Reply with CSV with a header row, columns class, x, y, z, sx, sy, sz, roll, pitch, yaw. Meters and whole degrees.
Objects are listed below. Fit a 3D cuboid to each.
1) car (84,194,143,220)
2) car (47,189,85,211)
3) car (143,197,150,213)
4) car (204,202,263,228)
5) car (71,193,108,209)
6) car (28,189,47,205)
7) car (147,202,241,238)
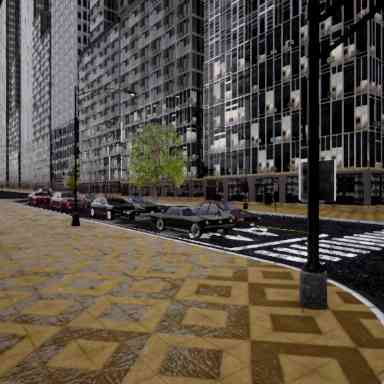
class,x,y,z,sx,sy,sz,roll,pitch,yaw
car,-5.678,1.110,23.683,1.837,1.490,4.892,0,1,-38
car,-11.794,0.775,31.484,2.097,1.767,4.553,0,1,-38
car,-4.636,1.103,27.625,2.033,1.411,5.357,0,1,-37
car,1.636,1.289,19.691,2.033,1.411,5.357,0,1,-36
car,-11.140,0.910,35.924,2.033,1.411,5.357,0,1,-38
car,-18.103,0.712,39.606,1.882,1.535,5.008,0,1,-37
car,-0.088,1.371,16.572,1.895,1.301,4.718,0,1,-38
